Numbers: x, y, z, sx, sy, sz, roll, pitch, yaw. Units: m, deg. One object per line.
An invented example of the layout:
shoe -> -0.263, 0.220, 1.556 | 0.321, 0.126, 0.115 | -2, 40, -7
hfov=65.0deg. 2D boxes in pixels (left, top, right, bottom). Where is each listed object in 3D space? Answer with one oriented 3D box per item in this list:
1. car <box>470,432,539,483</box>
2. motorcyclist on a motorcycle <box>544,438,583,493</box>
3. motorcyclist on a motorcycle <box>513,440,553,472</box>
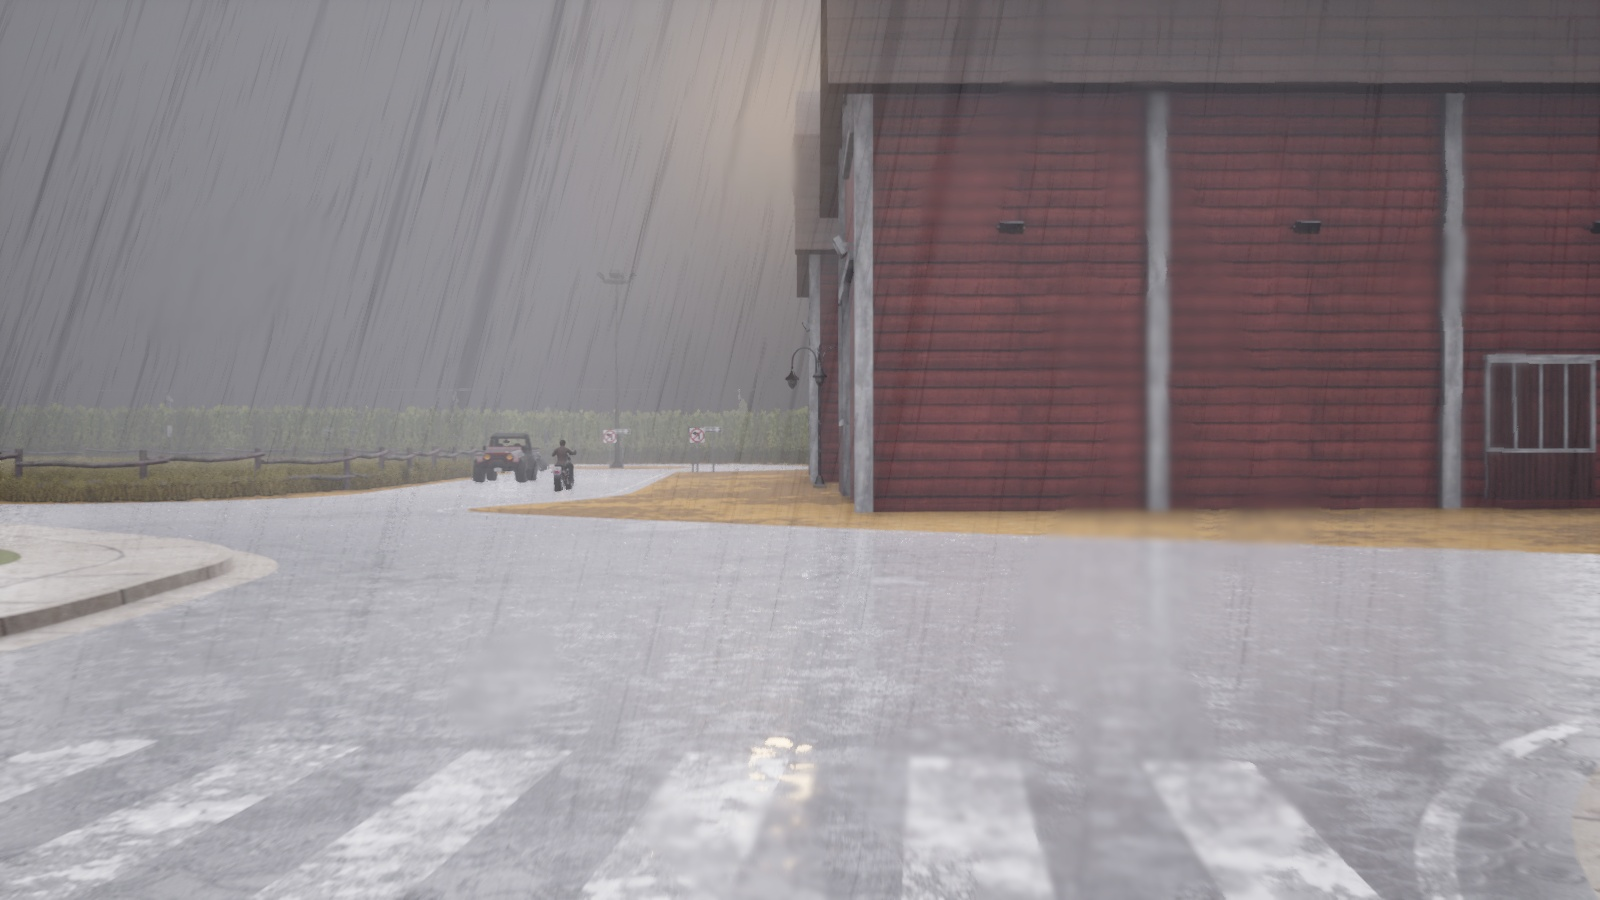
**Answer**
car -> -11.292, 0.262, 48.158 | 1.905, 1.878, 3.866 | 0, 0, -3
motorcyclist on a motorcycle -> -7.420, 0.468, 39.493 | 0.766, 1.649, 2.350 | 0, 0, 0
motorcyclist on a motorcycle -> -13.988, 0.314, 65.842 | 2.350, 1.649, 0.766 | 1, 2, 41
